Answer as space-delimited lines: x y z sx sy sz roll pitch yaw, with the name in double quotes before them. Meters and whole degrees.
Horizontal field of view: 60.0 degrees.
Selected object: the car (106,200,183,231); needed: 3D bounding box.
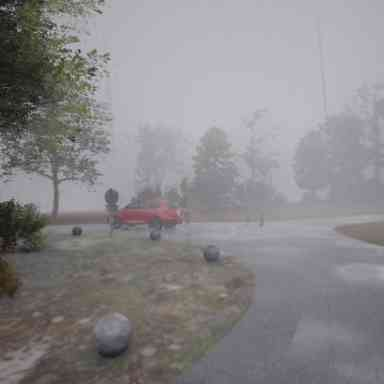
"car" -3.368 1.576 23.397 5.566 2.045 2.150 -1 -2 24
